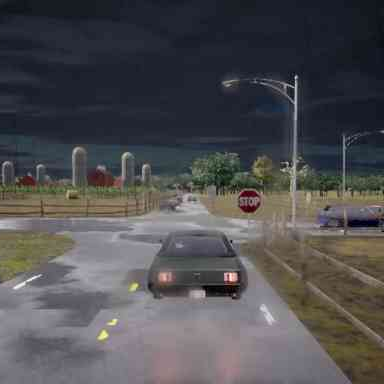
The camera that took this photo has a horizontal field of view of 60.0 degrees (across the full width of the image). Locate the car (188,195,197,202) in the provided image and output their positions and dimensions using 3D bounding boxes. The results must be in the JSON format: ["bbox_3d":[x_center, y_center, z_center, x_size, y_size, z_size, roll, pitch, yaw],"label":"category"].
[{"bbox_3d":[0.040,1.445,76.102,1.994,1.385,4.181,0,0,0],"label":"car"}]

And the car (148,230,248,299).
[{"bbox_3d":[0.107,1.597,8.361,1.895,1.301,4.718,0,0,0],"label":"car"}]

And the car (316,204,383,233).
[{"bbox_3d":[10.411,1.591,21.129,4.553,1.767,2.097,1,1,4],"label":"car"}]

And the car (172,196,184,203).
[{"bbox_3d":[-2.737,1.463,66.124,2.033,1.411,5.357,0,0,1],"label":"car"}]

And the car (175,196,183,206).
[{"bbox_3d":[-2.809,1.510,51.498,1.994,1.385,4.181,0,0,0],"label":"car"}]

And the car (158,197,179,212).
[{"bbox_3d":[-2.784,1.569,38.173,1.895,1.301,4.718,0,0,-1],"label":"car"}]
